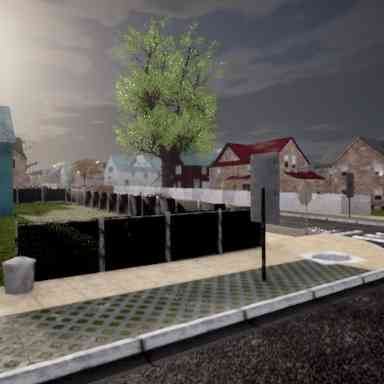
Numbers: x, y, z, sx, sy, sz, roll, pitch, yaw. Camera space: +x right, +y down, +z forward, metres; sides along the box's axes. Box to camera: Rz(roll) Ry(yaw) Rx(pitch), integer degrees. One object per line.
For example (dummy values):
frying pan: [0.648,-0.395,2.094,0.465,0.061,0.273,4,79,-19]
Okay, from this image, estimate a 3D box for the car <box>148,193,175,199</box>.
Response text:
car: [-2.901,0.771,31.008,1.994,1.385,4.181,0,2,-35]

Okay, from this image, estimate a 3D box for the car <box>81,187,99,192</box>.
car: [-15.041,0.058,48.761,2.128,1.511,4.902,0,2,-34]
